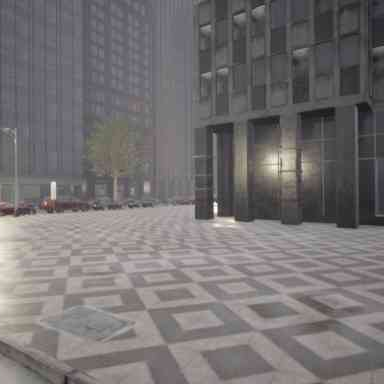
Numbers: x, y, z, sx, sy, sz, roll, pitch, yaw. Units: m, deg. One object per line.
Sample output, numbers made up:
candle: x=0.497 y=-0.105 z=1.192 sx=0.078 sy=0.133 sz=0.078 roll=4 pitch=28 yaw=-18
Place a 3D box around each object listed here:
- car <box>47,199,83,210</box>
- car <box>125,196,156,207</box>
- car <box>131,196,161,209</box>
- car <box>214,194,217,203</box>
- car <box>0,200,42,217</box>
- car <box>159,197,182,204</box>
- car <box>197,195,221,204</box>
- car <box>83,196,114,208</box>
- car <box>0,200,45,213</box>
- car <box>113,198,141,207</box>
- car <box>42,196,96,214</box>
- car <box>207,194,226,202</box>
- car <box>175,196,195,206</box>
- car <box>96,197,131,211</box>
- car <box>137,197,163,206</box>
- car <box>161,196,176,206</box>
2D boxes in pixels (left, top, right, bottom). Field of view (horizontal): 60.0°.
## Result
car: x=-16.799 y=1.641 z=44.067 sx=1.802 sy=1.307 sz=4.206 roll=-1 pitch=0 yaw=35
car: x=-8.011 y=1.474 z=51.907 sx=1.882 sy=1.535 sz=5.008 roll=-1 pitch=0 yaw=35
car: x=-6.583 y=1.508 z=43.860 sx=1.947 sy=1.339 sz=4.313 roll=-1 pitch=0 yaw=35
car: x=3.026 y=1.221 z=57.782 sx=2.192 sy=1.841 sz=5.009 roll=-1 pitch=0 yaw=35
car: x=-16.194 y=1.576 z=29.940 sx=1.802 sy=1.307 sz=4.206 roll=-1 pitch=0 yaw=35
car: x=-3.982 y=1.573 z=62.631 sx=1.947 sy=1.339 sz=4.313 roll=-1 pitch=0 yaw=35
car: x=3.238 y=1.422 z=62.781 sx=2.128 sy=1.511 sz=4.902 roll=-1 pitch=0 yaw=35
car: x=-13.597 y=1.483 z=48.708 sx=1.967 sy=1.590 sz=4.097 roll=-1 pitch=0 yaw=35
car: x=-20.003 y=1.641 z=39.427 sx=1.947 sy=1.339 sz=4.313 roll=-1 pitch=0 yaw=35
car: x=-10.391 y=1.612 z=53.349 sx=1.802 sy=1.307 sz=4.206 roll=-1 pitch=0 yaw=35
car: x=-12.992 y=1.289 z=34.582 sx=2.192 sy=1.841 sz=5.009 roll=-1 pitch=0 yaw=35
car: x=5.628 y=1.295 z=76.554 sx=2.192 sy=1.841 sz=5.009 roll=-1 pitch=0 yaw=35
car: x=-0.176 y=1.461 z=53.141 sx=1.887 sy=1.381 sz=4.507 roll=-1 pitch=0 yaw=35
car: x=-9.786 y=1.524 z=39.221 sx=1.947 sy=1.339 sz=4.313 roll=-1 pitch=0 yaw=35
car: x=-7.284 y=1.543 z=57.849 sx=1.752 sy=1.417 sz=4.829 roll=-1 pitch=0 yaw=35
car: x=-2.442 y=1.440 z=54.465 sx=2.128 sy=1.511 sz=4.902 roll=-1 pitch=0 yaw=35
